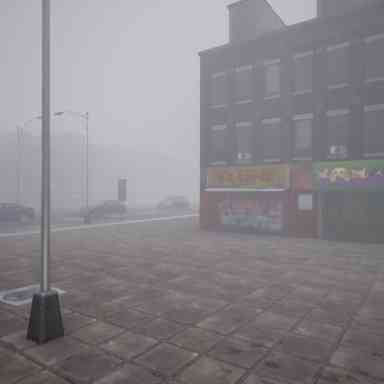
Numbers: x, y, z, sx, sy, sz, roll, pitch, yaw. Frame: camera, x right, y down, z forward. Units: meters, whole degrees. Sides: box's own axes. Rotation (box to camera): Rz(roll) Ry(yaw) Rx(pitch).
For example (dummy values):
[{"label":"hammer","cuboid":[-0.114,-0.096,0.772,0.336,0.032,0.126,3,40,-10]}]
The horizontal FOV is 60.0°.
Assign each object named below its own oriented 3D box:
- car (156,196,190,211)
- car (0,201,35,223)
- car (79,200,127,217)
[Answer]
[{"label":"car","cuboid":[-2.178,1.235,38.678,2.097,1.767,4.553,0,0,35]},{"label":"car","cuboid":[-13.391,1.432,22.730,1.882,1.535,5.008,0,0,35]},{"label":"car","cuboid":[-8.018,1.445,30.378,1.812,1.442,4.674,0,0,35]}]
